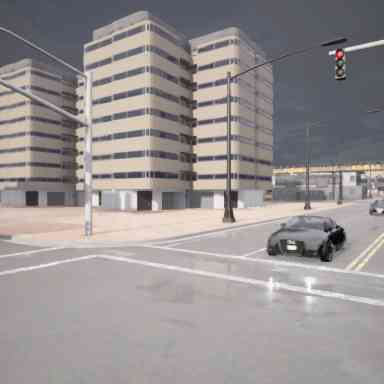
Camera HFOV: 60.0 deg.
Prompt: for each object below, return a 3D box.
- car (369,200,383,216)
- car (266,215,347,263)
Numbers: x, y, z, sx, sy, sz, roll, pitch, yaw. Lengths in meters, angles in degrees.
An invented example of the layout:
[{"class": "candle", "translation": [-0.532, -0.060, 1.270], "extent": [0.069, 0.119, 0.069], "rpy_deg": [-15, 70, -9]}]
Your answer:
[{"class": "car", "translation": [18.390, 1.494, 32.087], "extent": [2.128, 1.511, 4.902], "rpy_deg": [0, 0, 35]}, {"class": "car", "translation": [4.303, 1.569, 12.166], "extent": [1.994, 1.385, 4.181], "rpy_deg": [0, 0, 35]}]
